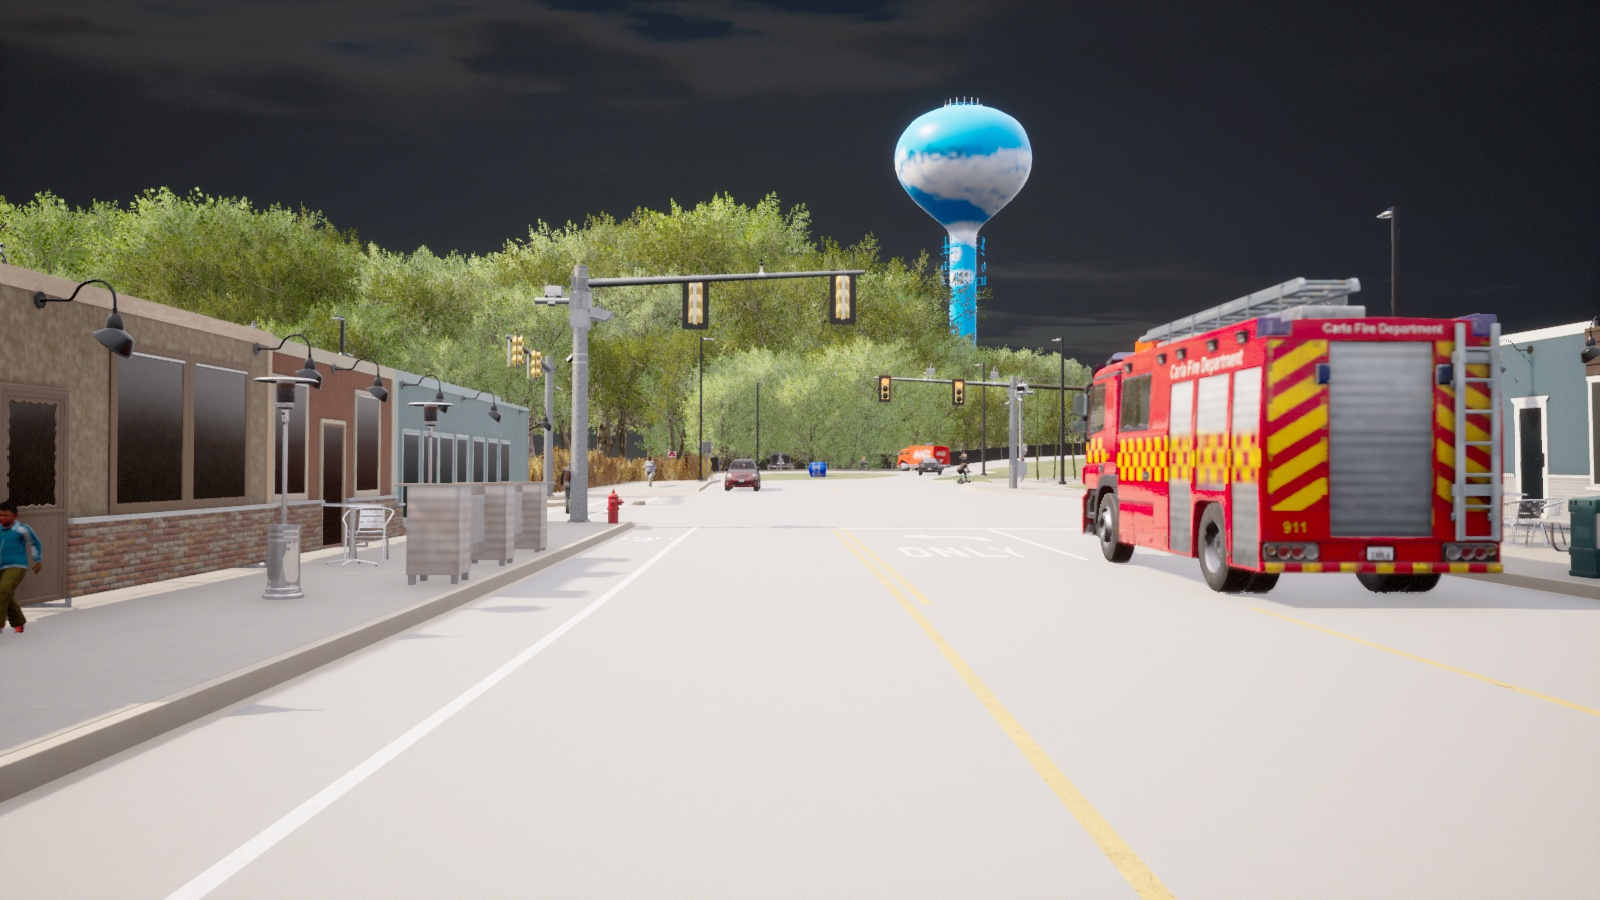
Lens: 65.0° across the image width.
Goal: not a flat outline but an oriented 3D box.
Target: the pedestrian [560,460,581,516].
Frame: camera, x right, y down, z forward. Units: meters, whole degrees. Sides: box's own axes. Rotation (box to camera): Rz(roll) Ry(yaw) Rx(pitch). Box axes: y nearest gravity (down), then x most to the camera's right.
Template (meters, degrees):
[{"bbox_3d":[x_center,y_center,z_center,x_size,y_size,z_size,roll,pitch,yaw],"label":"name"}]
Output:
[{"bbox_3d":[-7.680,1.266,42.115,0.376,1.854,0.720,-1,-1,21],"label":"pedestrian"}]

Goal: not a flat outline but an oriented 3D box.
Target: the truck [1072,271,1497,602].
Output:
[{"bbox_3d":[6.540,-0.109,18.798,2.891,3.827,8.468,0,-1,-1],"label":"truck"}]

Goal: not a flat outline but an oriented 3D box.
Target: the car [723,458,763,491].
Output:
[{"bbox_3d":[-2.920,1.248,64.968,1.851,1.617,3.988,0,1,0],"label":"car"}]

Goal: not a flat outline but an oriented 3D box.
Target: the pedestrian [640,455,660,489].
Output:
[{"bbox_3d":[-8.386,1.239,70.229,0.874,1.855,0.900,0,-1,8],"label":"pedestrian"}]

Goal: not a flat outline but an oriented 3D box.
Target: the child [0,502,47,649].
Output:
[{"bbox_3d":[-6.610,1.040,10.517,0.343,1.192,0.448,0,-1,-1],"label":"child"}]

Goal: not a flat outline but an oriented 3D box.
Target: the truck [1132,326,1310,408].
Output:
[{"bbox_3d":[14.475,-2.841,43.501,5.204,2.467,2.627,-1,-3,0],"label":"truck"}]
